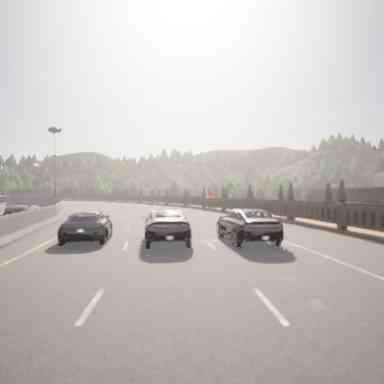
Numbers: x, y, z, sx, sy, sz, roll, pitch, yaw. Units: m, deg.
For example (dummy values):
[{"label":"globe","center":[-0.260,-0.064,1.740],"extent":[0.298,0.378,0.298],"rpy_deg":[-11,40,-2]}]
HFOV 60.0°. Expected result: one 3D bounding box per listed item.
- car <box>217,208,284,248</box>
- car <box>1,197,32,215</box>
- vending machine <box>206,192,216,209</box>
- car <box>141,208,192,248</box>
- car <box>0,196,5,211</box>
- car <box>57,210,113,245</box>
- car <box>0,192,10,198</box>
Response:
[{"label":"car","center":[2.370,1.459,14.600],"extent":[2.128,1.511,4.902],"rpy_deg":[0,0,-8]},{"label":"car","center":[-16.293,1.490,31.360],"extent":[1.812,1.442,4.674],"rpy_deg":[0,0,-20]},{"label":"vending machine","center":[2.502,1.105,44.047],"extent":[1.100,2.100,0.880],"rpy_deg":[0,0,-23]},{"label":"car","center":[-1.169,1.465,14.667],"extent":[2.128,1.511,4.902],"rpy_deg":[0,0,-8]},{"label":"car","center":[-22.209,1.489,36.659],"extent":[1.812,1.442,4.674],"rpy_deg":[0,0,-25]},{"label":"car","center":[-4.841,1.541,15.486],"extent":[1.994,1.385,4.181],"rpy_deg":[0,0,-9]},{"label":"car","center":[-37.684,1.080,65.634],"extent":[2.150,2.045,5.566],"rpy_deg":[0,0,-44]}]
